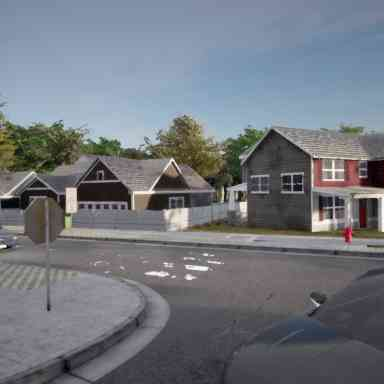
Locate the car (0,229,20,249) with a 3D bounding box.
[{"bbox_3d":[-11.215,2.260,17.074,5.357,1.411,2.033,-2,0,30],"label":"car"}]

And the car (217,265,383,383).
[{"bbox_3d":[2.551,1.534,3.327,4.892,1.490,1.837,0,0,-26],"label":"car"}]
